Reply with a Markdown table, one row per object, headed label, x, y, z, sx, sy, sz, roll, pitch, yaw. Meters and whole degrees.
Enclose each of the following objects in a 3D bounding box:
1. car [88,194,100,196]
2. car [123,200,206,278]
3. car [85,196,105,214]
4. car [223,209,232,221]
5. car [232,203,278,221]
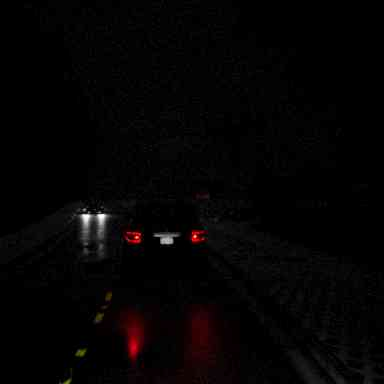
| label | x | y | z | sx | sy | sz | roll | pitch | yaw |
| --- | --- | --- | --- | --- | --- | --- | --- | --- | --- |
| car | -13.604 | 1.445 | 46.363 | 1.882 | 1.535 | 5.008 | 1 | 0 | -16 |
| car | -0.963 | 1.265 | 10.531 | 2.150 | 2.045 | 5.566 | 0 | 0 | -8 |
| car | -10.409 | 1.518 | 35.639 | 1.812 | 1.442 | 4.674 | 1 | 0 | -17 |
| car | 5.202 | 1.801 | 29.707 | 5.008 | 1.535 | 1.882 | 1 | -3 | -15 |
| car | 6.149 | 1.677 | 27.066 | 5.008 | 1.535 | 1.882 | 1 | -3 | -16 |
